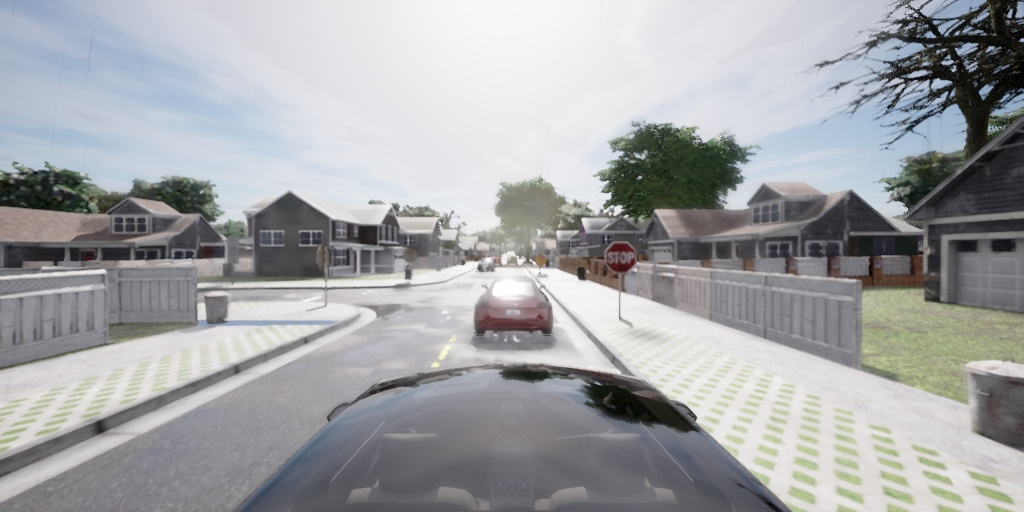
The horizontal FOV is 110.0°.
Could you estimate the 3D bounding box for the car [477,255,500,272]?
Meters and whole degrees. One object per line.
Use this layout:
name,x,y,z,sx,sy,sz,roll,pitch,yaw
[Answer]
car,-2.849,0.998,40.321,2.128,1.511,4.902,0,0,0

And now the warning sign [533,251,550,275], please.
warning sign,2.515,0.683,31.767,1.300,1.860,1.060,0,0,0

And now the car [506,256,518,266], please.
car,0.043,0.868,61.231,1.812,1.442,4.674,0,0,0

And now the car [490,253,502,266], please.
car,-2.792,0.583,59.337,2.150,2.045,5.566,0,0,1

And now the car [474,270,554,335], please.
car,0.041,1.265,10.299,1.994,1.385,4.181,0,0,0
